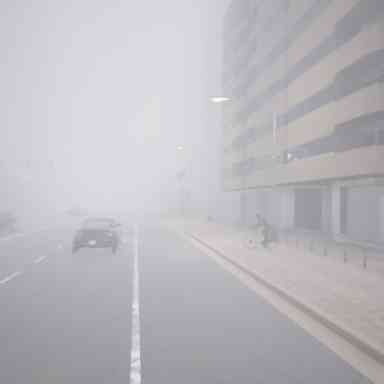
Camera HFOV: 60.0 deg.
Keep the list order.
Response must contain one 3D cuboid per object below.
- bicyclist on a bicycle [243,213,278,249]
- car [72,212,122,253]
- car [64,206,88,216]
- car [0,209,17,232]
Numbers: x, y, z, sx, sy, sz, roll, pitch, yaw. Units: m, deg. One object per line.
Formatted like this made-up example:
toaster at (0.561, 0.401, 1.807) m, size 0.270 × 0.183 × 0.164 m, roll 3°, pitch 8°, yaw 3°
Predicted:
bicyclist on a bicycle at (3.150, 1.807, 15.235) m, size 1.656 × 1.620 × 0.582 m, roll 1°, pitch -2°, yaw -10°
car at (-4.311, 1.880, 15.459) m, size 1.812 × 1.442 × 4.674 m, roll 1°, pitch -2°, yaw -9°
car at (-14.826, 2.447, 42.684) m, size 1.994 × 1.385 × 4.181 m, roll 3°, pitch -2°, yaw -38°
car at (-12.418, 1.828, 20.550) m, size 1.837 × 1.490 × 4.892 m, roll 1°, pitch -2°, yaw -9°
